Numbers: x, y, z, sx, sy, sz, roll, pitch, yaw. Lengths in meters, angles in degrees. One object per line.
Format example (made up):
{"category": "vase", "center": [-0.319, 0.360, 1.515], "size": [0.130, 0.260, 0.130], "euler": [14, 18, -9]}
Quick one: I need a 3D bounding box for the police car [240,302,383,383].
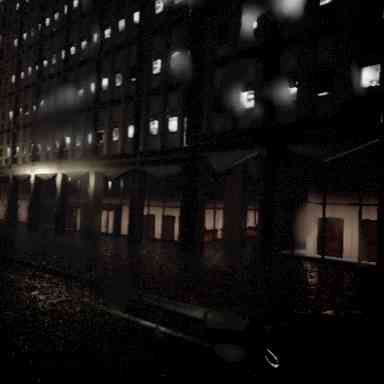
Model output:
{"category": "police car", "center": [2.894, 1.670, 2.796], "size": [5.238, 1.638, 1.930], "euler": [-1, -4, 40]}
